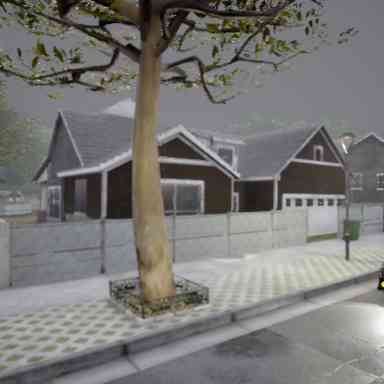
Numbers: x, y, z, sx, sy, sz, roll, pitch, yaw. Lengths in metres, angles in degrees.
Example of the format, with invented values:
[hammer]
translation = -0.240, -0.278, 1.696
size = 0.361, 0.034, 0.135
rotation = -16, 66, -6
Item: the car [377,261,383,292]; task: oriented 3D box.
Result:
[car]
translation = 5.888, 1.544, 7.264
size = 4.181, 1.385, 1.994
rotation = 0, 0, -35
